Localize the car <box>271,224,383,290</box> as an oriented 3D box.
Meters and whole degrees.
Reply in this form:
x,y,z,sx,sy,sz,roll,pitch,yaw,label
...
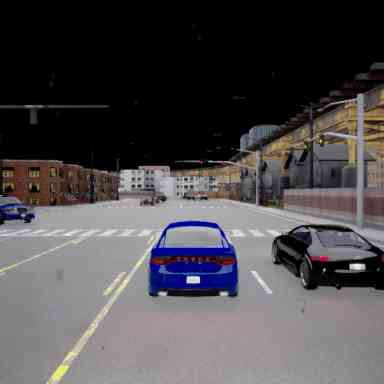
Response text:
x,y,z,sx,sy,sz,roll,pitch,yaw,label
3.538,1.564,9.104,1.994,1.385,4.181,0,0,0,car

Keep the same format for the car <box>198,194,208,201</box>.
x,y,z,sx,sy,sz,roll,pitch,yaw,label
3.204,1.471,87.658,1.882,1.535,5.008,0,0,-3,car

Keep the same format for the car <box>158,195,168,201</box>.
x,y,z,sx,sy,sz,roll,pitch,yaw,label
-7.258,1.539,84.147,2.033,1.411,5.357,0,0,0,car

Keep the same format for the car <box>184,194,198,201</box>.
x,y,z,sx,sy,sz,roll,pitch,yaw,label
-0.282,1.345,86.759,2.097,1.767,4.553,0,0,-3,car

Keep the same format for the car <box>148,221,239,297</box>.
x,y,z,sx,sy,sz,roll,pitch,yaw,label
0.035,1.478,8.638,1.882,1.535,5.008,0,0,0,car

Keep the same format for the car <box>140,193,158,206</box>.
x,y,z,sx,sy,sz,roll,pitch,yaw,label
-7.251,1.352,54.607,2.097,1.767,4.553,0,0,0,car

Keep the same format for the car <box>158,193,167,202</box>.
x,y,z,sx,sy,sz,roll,pitch,yaw,label
-7.225,1.225,73.640,2.150,2.045,5.566,0,0,0,car

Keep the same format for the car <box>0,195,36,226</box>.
x,y,z,sx,sy,sz,roll,pitch,yaw,label
-13.496,1.224,23.589,5.566,2.045,2.150,0,-1,32,car

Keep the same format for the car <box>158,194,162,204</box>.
x,y,z,sx,sy,sz,roll,pitch,yaw,label
-7.246,1.526,63.406,1.812,1.442,4.674,0,0,0,car
